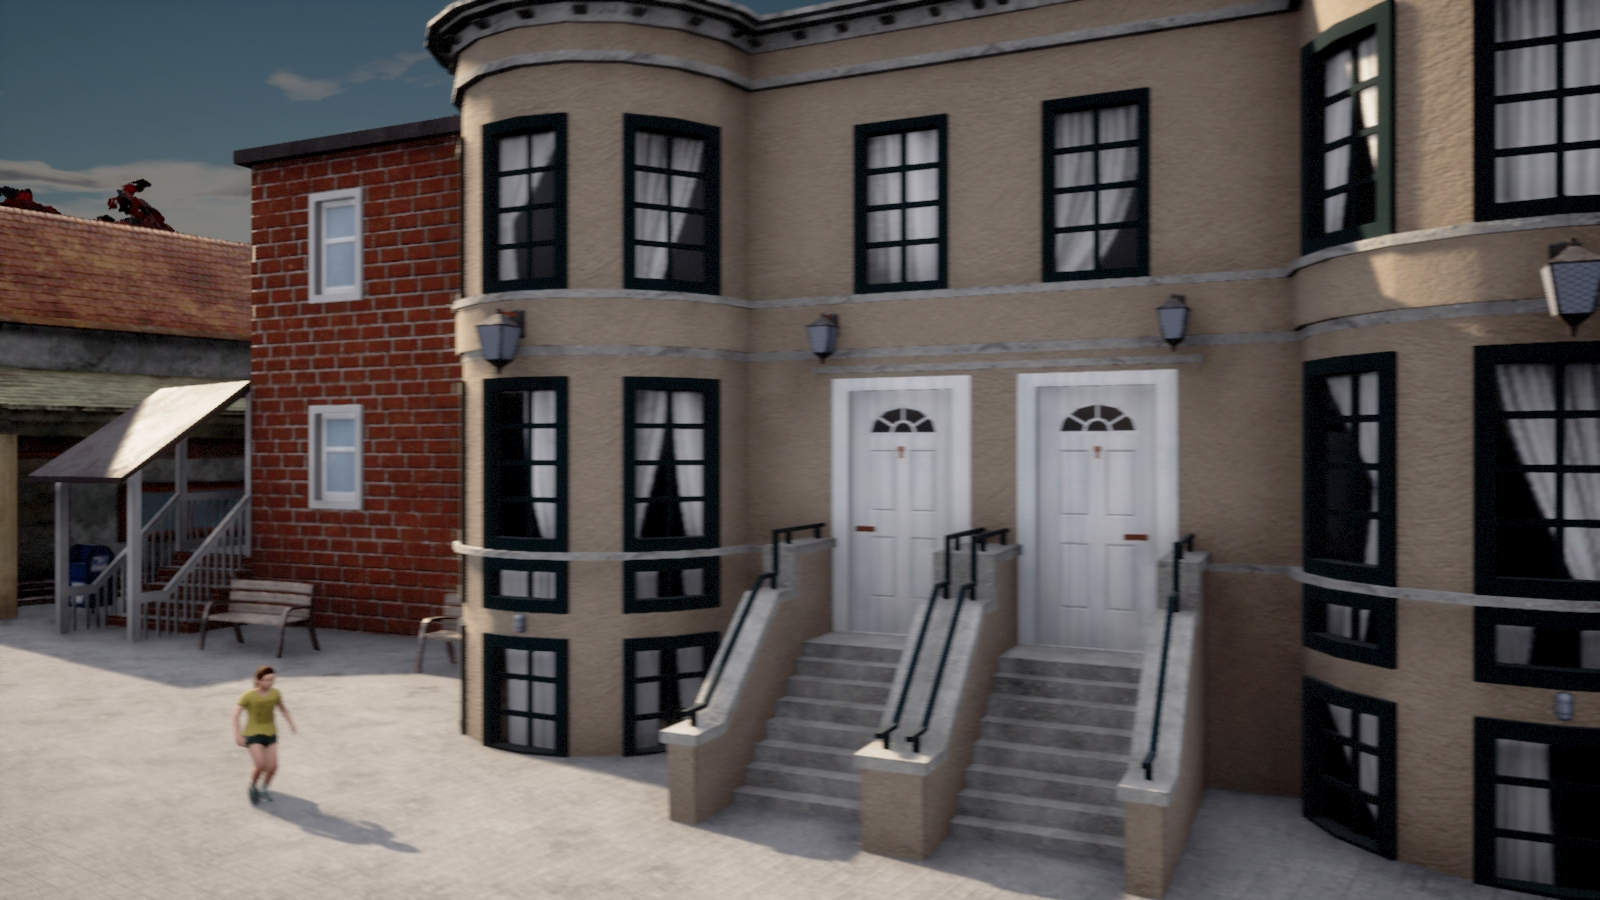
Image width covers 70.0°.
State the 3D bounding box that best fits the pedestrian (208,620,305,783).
[{"bbox_3d":[-4.168,1.903,8.763,0.500,1.100,0.500,0,0,37],"label":"pedestrian"}]
